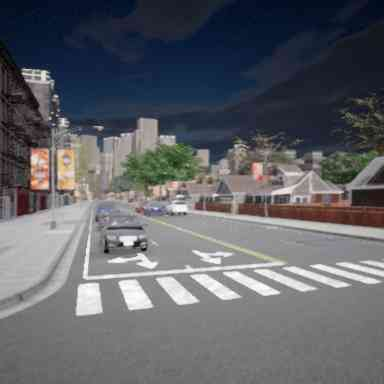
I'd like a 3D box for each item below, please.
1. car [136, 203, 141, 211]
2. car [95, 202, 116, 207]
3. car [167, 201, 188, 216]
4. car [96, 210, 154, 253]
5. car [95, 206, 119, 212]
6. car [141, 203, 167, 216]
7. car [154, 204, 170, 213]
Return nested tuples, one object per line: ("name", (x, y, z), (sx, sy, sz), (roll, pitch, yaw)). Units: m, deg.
("car", (-8.242, 2.602, 56.000), (2.097, 1.767, 4.553), (0, -1, -16))
("car", (-9.189, 2.072, 35.856), (2.150, 2.045, 5.566), (0, -1, -17))
("car", (-2.198, 2.224, 47.015), (2.150, 2.045, 5.566), (0, -1, -16))
("car", (-3.273, 1.858, 15.660), (2.128, 1.511, 4.902), (0, -1, -18))
("car", (-6.187, 2.098, 25.620), (2.128, 1.511, 4.902), (0, -1, -16))
("car", (-5.359, 2.374, 46.296), (2.097, 1.767, 4.553), (0, -1, -16))
("car", (-5.131, 2.761, 56.943), (1.812, 1.442, 4.674), (0, -1, -16))
